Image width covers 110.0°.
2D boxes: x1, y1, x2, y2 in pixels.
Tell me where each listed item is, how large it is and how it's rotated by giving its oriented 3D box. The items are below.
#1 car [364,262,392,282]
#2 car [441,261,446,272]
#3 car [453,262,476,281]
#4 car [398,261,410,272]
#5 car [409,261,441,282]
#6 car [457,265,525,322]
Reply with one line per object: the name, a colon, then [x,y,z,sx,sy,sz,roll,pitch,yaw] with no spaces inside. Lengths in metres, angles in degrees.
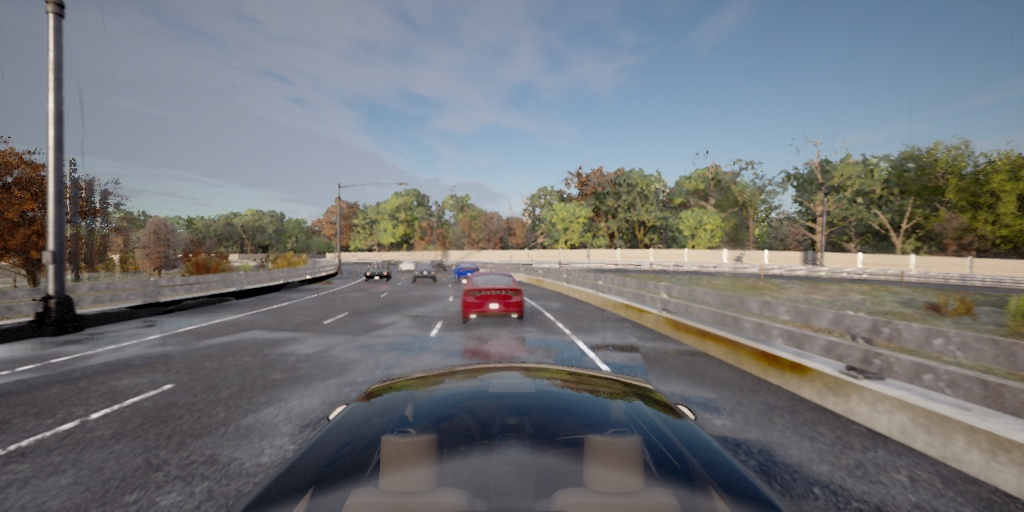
car: [-11.169,1.426,30.179,1.895,1.301,4.718,0,0,-16]
car: [-10.147,1.346,47.830,1.837,1.490,4.892,0,0,-24]
car: [-3.937,1.274,30.524,1.882,1.535,5.008,0,0,-15]
car: [-13.784,1.380,47.389,1.812,1.442,4.674,0,0,-24]
car: [-7.376,1.358,30.096,2.033,1.411,5.357,0,0,-16]
car: [-0.717,1.242,12.404,1.882,1.535,5.008,0,0,-5]
